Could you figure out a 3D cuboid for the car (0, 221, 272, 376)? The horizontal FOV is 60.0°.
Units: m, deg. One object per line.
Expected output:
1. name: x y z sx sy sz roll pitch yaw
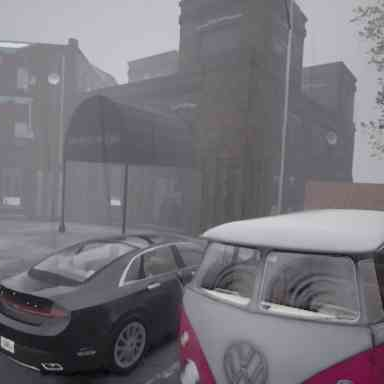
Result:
1. car: -0.684 1.456 5.734 2.231 1.521 4.892 1 1 35
